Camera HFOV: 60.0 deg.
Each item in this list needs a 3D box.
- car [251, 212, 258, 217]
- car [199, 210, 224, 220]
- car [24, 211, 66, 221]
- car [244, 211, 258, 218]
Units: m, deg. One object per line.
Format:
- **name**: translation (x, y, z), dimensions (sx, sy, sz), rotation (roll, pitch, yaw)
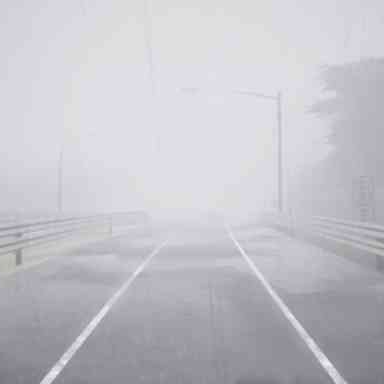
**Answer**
- **car**: translation (17.129, 6.073, 91.622), dimensions (1.895, 1.301, 4.718), rotation (0, -3, 10)
- **car**: translation (3.648, 3.791, 55.048), dimensions (1.882, 1.535, 5.008), rotation (-2, -4, 31)
- **car**: translation (-13.982, 2.509, 32.382), dimensions (4.181, 1.385, 1.994), rotation (3, -5, -45)
- **car**: translation (13.060, 5.029, 75.528), dimensions (1.837, 1.490, 4.892), rotation (-1, -4, 18)
